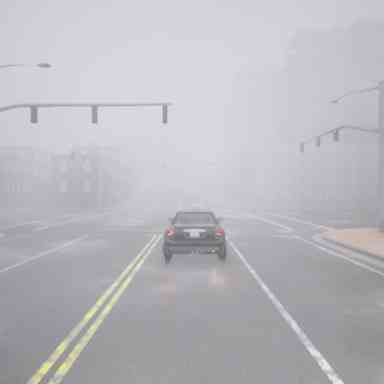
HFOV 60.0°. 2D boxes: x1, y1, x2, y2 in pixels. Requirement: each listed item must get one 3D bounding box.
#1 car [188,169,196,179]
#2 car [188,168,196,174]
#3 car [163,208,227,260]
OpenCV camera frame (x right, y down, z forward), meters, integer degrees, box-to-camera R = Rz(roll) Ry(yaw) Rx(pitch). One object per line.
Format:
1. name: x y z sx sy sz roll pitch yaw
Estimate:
1. car: -0.007 -4.386 83.396 2.097 1.767 4.553 0 12 0
2. car: -0.008 -5.868 93.423 1.994 1.385 4.181 0 5 0
3. car: 0.135 1.381 12.744 2.097 1.767 4.553 0 0 1
